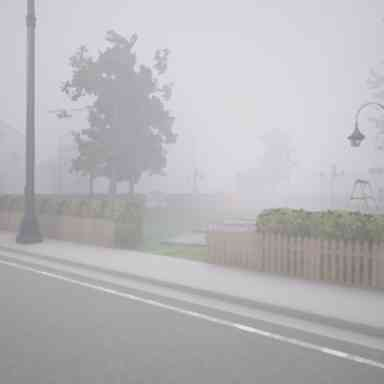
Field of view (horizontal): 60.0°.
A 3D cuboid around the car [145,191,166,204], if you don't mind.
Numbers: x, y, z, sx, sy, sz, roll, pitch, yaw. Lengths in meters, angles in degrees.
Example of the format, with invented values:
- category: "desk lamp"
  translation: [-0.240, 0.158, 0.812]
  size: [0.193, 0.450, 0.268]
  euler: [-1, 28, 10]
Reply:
- category: "car"
  translation: [-5.519, 0.829, 54.082]
  size: [2.150, 2.045, 5.566]
  euler: [1, 0, 35]
